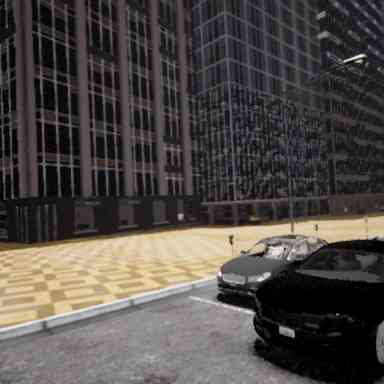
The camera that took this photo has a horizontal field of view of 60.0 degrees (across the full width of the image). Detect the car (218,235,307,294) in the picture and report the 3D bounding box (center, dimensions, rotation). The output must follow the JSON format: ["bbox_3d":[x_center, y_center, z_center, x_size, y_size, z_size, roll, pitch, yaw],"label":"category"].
[{"bbox_3d":[2.547,1.908,9.198,4.403,1.369,2.008,0,-5,-43],"label":"car"}]

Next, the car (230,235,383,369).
[{"bbox_3d":[3.195,1.673,6.262,5.008,1.535,1.882,0,-4,-41],"label":"car"}]
